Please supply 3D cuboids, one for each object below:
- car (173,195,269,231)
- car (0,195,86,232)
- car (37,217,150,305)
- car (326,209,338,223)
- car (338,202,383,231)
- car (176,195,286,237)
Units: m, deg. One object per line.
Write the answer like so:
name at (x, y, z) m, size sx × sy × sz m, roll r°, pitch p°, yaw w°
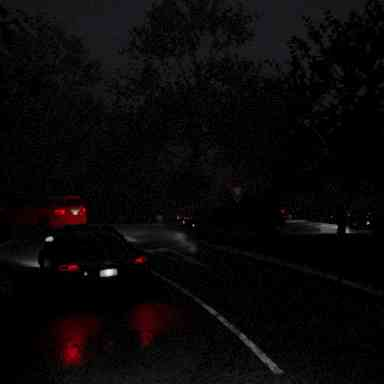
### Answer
car at (1.799, 1.195, 20.676) m, size 5.566 × 2.045 × 2.150 m, roll 0°, pitch 0°, yaw -19°
car at (-8.458, 1.192, 18.679) m, size 5.566 × 2.045 × 2.150 m, roll 0°, pitch 0°, yaw 28°
car at (-2.573, 1.548, 8.283) m, size 1.994 × 1.385 × 4.181 m, roll 0°, pitch 0°, yaw -28°
car at (12.187, 1.572, 24.623) m, size 4.892 × 1.490 × 1.837 m, roll 1°, pitch 0°, yaw -22°
car at (11.962, 1.407, 21.089) m, size 4.553 × 1.767 × 2.097 m, roll 1°, pitch 0°, yaw -22°
car at (2.235, 1.199, 17.690) m, size 5.566 × 2.045 × 2.150 m, roll 0°, pitch 0°, yaw -16°
